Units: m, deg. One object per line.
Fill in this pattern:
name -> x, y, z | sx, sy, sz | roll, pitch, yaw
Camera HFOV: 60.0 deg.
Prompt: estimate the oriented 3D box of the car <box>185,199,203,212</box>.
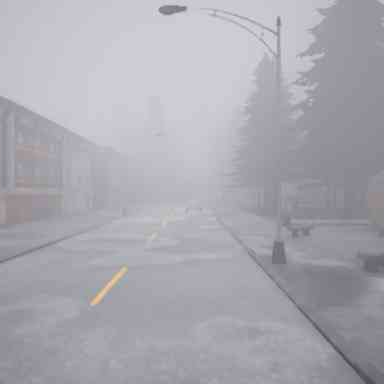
car -> 0.206, 1.560, 39.871 | 1.812, 1.442, 4.674 | 0, 0, 0
